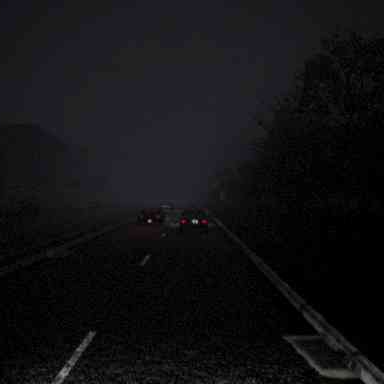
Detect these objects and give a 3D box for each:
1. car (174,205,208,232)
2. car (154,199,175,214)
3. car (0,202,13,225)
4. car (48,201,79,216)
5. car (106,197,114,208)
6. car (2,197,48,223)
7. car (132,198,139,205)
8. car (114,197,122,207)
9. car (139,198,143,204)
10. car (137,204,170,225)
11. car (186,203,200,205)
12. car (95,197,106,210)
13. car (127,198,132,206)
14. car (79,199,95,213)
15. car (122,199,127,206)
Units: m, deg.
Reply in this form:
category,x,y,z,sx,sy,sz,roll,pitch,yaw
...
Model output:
category,x,y,z,sx,sy,sz,roll,pitch,yaw
car,0.099,1.791,21.811,2.033,1.411,5.357,0,-1,0
car,-3.151,1.956,41.622,2.128,1.511,4.902,0,-1,0
car,-15.050,1.685,23.142,2.231,1.521,4.892,0,-1,0
car,-15.172,1.854,38.051,2.231,1.521,4.892,0,-1,0
car,-15.196,2.052,55.972,1.946,1.575,5.366,0,-1,0
car,-15.075,1.495,28.634,2.435,2.045,5.566,0,-1,0
car,-15.320,2.366,83.721,1.946,1.575,5.366,0,-1,0
car,-15.221,1.868,61.657,2.435,2.045,5.566,0,-1,0
car,-15.342,2.309,89.465,2.185,1.767,4.553,0,-1,0
car,-3.152,1.903,27.075,1.895,1.301,4.718,0,-1,0
car,0.098,2.034,42.134,1.994,1.385,4.181,0,-1,0
car,-15.172,1.870,50.666,2.185,1.767,4.553,0,-1,0
car,-15.270,2.248,72.864,2.231,1.521,4.892,0,-1,0
car,-15.147,1.927,44.923,1.946,1.575,5.366,0,-1,0
car,-15.248,2.185,67.338,2.231,1.521,4.892,0,-1,0
